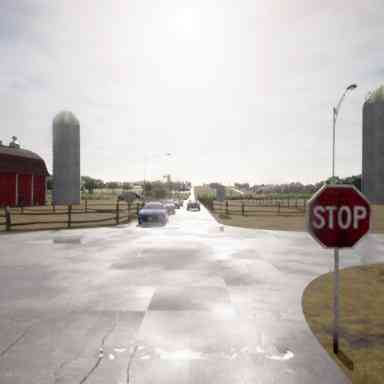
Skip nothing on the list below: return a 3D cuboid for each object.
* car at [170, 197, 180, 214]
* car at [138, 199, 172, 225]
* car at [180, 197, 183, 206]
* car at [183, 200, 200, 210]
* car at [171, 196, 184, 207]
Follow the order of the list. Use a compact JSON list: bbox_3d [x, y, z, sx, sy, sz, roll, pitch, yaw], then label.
[{"bbox_3d":[-2.754,1.616,36.375,2.128,1.511,4.902,0,0,0],"label":"car"},{"bbox_3d":[-2.790,1.547,24.668,1.882,1.535,5.008,0,0,0],"label":"car"},{"bbox_3d":[-2.706,1.699,48.612,2.128,1.511,4.902,0,-1,0],"label":"car"},{"bbox_3d":[0.217,1.728,45.378,2.033,1.411,5.357,0,0,0],"label":"car"},{"bbox_3d":[-2.624,1.676,59.691,2.097,1.767,4.553,0,-1,1],"label":"car"}]
